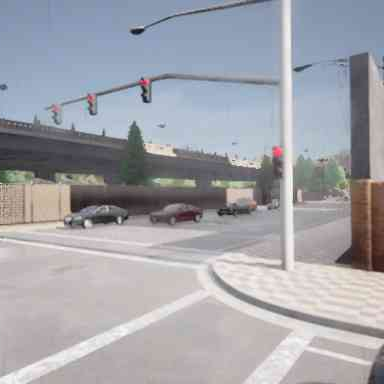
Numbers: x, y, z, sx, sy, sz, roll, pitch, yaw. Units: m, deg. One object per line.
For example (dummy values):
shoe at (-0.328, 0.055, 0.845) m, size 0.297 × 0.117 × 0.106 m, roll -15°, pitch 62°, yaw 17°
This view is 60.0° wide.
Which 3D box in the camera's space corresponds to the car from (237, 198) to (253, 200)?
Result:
car at (6.365, 1.546, 41.639) m, size 2.097 × 1.767 × 4.553 m, roll -1°, pitch 0°, yaw 36°

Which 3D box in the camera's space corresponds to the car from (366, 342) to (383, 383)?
car at (3.510, 1.480, 1.530) m, size 4.892 × 1.490 × 1.837 m, roll 0°, pitch 0°, yaw 37°

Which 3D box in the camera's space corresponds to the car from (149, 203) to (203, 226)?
car at (-1.146, 1.626, 25.164) m, size 1.882 × 1.535 × 5.008 m, roll -1°, pitch -1°, yaw 36°

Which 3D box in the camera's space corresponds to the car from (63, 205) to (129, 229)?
car at (-6.658, 1.687, 23.480) m, size 2.128 × 1.511 × 4.902 m, roll -1°, pitch -1°, yaw 36°

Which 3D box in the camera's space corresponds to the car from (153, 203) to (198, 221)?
car at (-1.473, 1.759, 30.728) m, size 1.994 × 1.385 × 4.181 m, roll -1°, pitch -1°, yaw 35°

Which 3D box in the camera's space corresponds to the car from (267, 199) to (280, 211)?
car at (11.217, 1.653, 42.382) m, size 1.837 × 1.490 × 4.892 m, roll -1°, pitch 0°, yaw 36°

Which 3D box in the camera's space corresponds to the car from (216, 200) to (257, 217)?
car at (4.294, 1.749, 32.752) m, size 1.895 × 1.301 × 4.718 m, roll -1°, pitch -1°, yaw 36°
